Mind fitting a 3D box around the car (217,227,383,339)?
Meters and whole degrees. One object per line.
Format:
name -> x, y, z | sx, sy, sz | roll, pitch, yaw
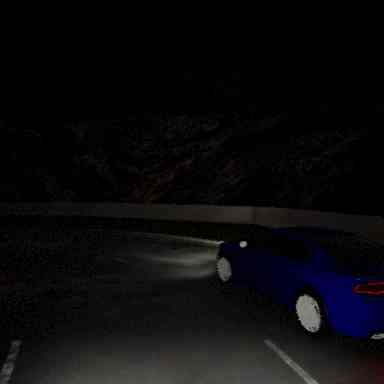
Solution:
car -> 2.185, 1.443, 6.776 | 1.882, 1.535, 5.008 | 1, 0, -20
